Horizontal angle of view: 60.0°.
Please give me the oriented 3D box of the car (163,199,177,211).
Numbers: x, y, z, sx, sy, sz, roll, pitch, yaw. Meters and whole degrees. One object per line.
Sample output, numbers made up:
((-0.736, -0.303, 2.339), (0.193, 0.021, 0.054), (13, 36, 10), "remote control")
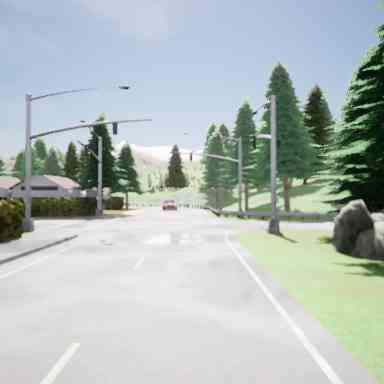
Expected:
((-3.321, 1.893, 50.271), (2.097, 1.767, 4.553), (-1, -1, -4), "car")
